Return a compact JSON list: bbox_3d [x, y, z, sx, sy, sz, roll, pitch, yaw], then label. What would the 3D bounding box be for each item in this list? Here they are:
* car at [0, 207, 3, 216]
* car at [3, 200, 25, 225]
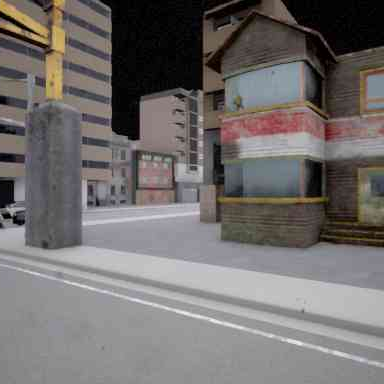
[{"bbox_3d":[-13.222,1.233,25.685,4.536,1.218,1.853,0,0,-30],"label":"car"},{"bbox_3d":[-10.065,1.397,22.985,2.038,1.542,4.974,0,0,15],"label":"car"}]
